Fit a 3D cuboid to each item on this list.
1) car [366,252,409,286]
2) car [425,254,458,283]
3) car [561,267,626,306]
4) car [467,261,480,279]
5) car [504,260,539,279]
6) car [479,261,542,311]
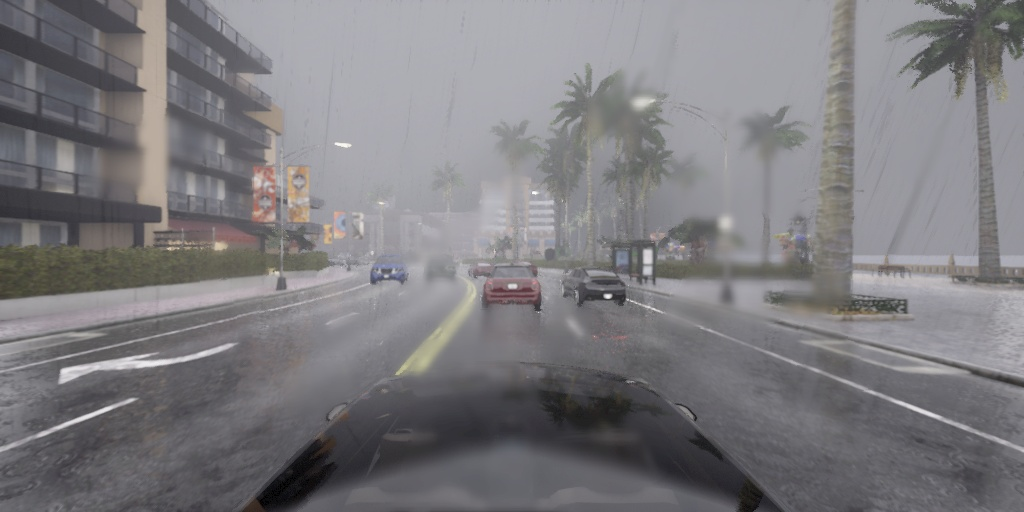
[{"bbox_3d":[-8.521,0.907,25.425,2.150,2.045,5.566,0,0,-12],"label":"car"},{"bbox_3d":[-5.485,0.900,27.778,2.150,2.045,5.566,0,0,-13],"label":"car"},{"bbox_3d":[3.374,1.217,15.527,1.837,1.490,4.892,0,0,-3],"label":"car"},{"bbox_3d":[-2.699,1.195,31.630,1.812,1.442,4.674,0,0,-15],"label":"car"},{"bbox_3d":[0.758,1.146,32.161,1.882,1.535,5.008,0,0,-15],"label":"car"},{"bbox_3d":[-0.075,1.068,14.497,2.097,1.767,4.553,0,0,-3],"label":"car"}]
